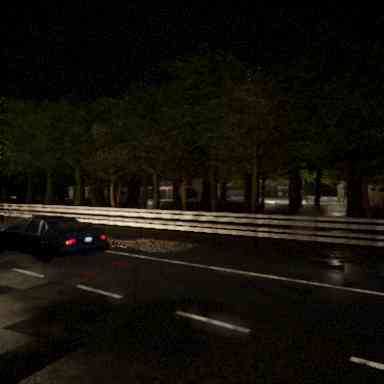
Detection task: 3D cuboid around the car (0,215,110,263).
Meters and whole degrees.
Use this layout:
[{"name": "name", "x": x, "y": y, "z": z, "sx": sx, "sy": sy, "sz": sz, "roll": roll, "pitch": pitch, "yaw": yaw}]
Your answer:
[{"name": "car", "x": -5.307, "y": 1.551, "z": 11.956, "sx": 5.357, "sy": 1.411, "sz": 2.033, "roll": 0, "pitch": 0, "yaw": 36}]
